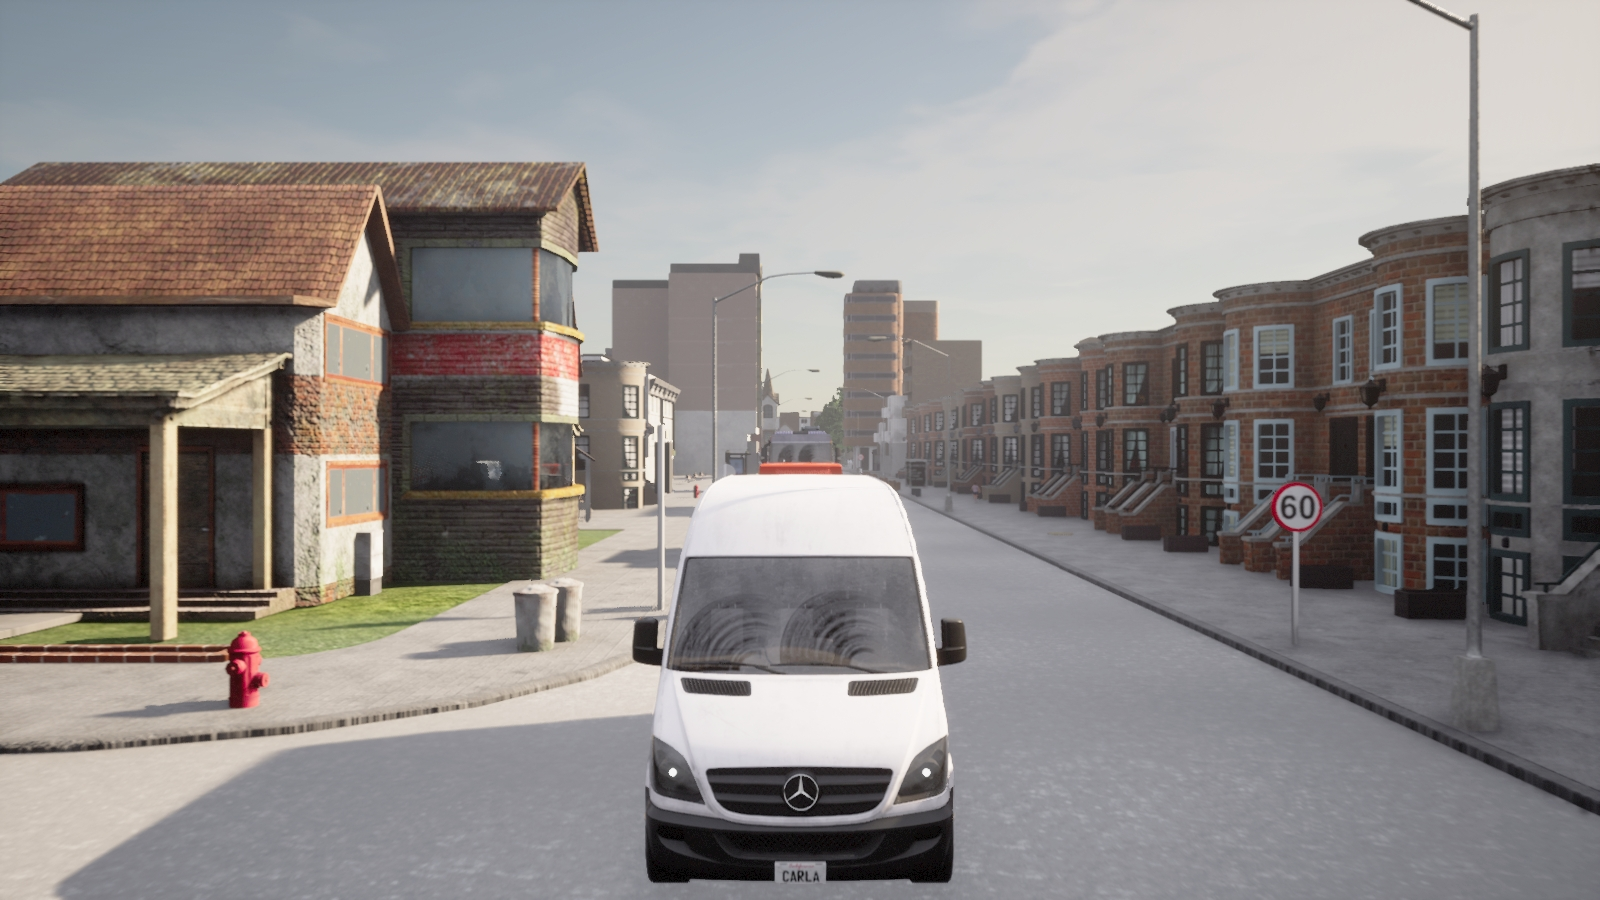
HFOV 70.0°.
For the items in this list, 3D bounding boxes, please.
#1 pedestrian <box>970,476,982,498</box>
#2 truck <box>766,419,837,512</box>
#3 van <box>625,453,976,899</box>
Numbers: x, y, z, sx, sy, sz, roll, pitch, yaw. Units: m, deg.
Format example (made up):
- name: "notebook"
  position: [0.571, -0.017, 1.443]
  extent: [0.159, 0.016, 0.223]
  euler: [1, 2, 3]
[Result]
- name: "pedestrian"
  position: [8.981, 1.898, 58.363]
  extent: [0.500, 1.100, 0.500]
  euler: [0, 0, -10]
- name: "truck"
  position: [0.029, 0.660, 51.343]
  extent: [2.891, 3.827, 8.468]
  euler: [0, -1, 0]
- name: "van"
  position: [0.003, 1.313, 9.430]
  extent: [1.988, 2.561, 5.915]
  euler: [0, 0, 0]
